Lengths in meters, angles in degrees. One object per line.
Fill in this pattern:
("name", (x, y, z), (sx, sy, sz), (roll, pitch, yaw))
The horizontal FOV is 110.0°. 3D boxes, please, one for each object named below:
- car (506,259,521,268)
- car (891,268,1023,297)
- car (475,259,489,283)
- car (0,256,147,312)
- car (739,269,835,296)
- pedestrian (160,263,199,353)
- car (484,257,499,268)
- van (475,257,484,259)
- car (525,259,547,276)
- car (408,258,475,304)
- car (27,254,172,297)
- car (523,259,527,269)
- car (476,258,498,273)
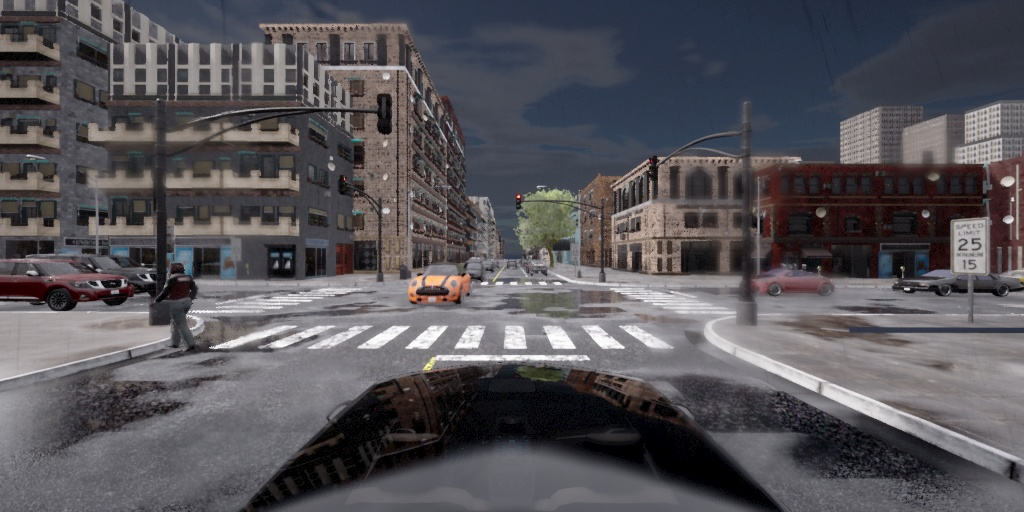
("car", (0.002, 1.316, 63.384), (2.128, 1.511, 4.902), (0, 0, 0))
("car", (24.020, 1.411, 19.392), (5.357, 1.411, 2.033), (0, 0, 0))
("car", (-3.100, 1.268, 28.595), (1.837, 1.490, 4.892), (0, 0, 0))
("car", (-17.276, 1.013, 13.309), (5.009, 1.841, 2.192), (0, 0, 0))
("car", (14.719, 1.386, 19.325), (4.181, 1.385, 1.994), (0, 0, 0))
("pedestrian", (-6.929, 1.044, 7.488), (0.375, 1.860, 0.375), (0, 0, 0))
("car", (-3.075, 1.307, 58.692), (2.128, 1.511, 4.902), (0, 0, 0))
("van", (-5.689, 1.146, 54.120), (1.690, 1.789, 3.998), (0, 0, 0))
("car", (2.691, 1.328, 37.028), (2.007, 1.370, 4.403), (0, 0, 0))
("car", (-3.101, 1.104, 16.161), (2.097, 1.767, 4.553), (0, 0, 0))
("car", (-18.310, 0.917, 15.889), (5.566, 2.045, 2.150), (0, 0, 0))
("car", (2.692, 1.226, 42.725), (1.967, 1.591, 4.097), (0, 0, 0))
("car", (-3.095, 1.294, 43.512), (1.837, 1.490, 4.892), (0, 0, 0))
